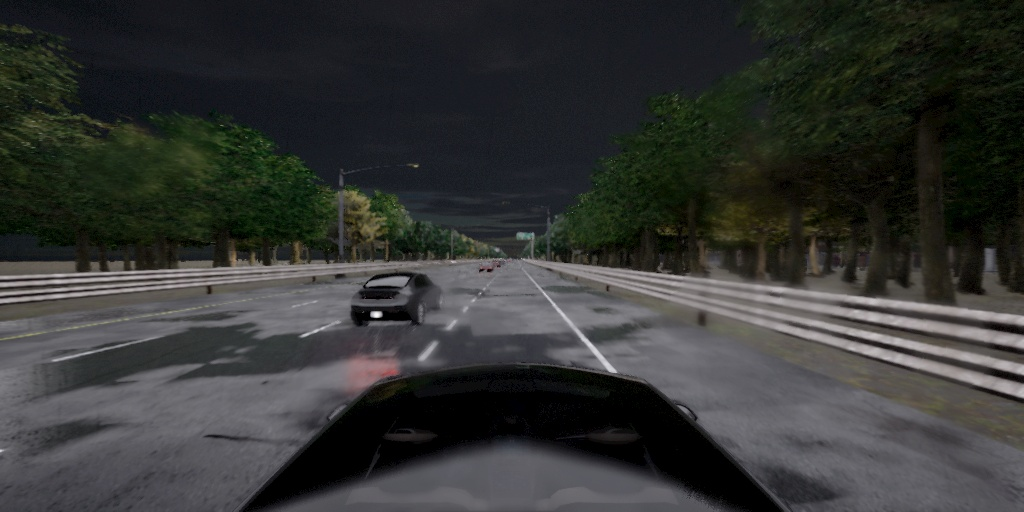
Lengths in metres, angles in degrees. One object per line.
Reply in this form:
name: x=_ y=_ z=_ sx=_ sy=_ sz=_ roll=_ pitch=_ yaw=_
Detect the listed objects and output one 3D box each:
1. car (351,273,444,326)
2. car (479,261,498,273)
car: x=-3.497 y=1.272 z=11.681 sx=1.837 sy=1.490 sz=4.892 roll=0 pitch=0 yaw=0
car: x=-3.384 y=1.569 z=48.844 sx=1.895 sy=1.301 sz=4.718 roll=0 pitch=0 yaw=0
